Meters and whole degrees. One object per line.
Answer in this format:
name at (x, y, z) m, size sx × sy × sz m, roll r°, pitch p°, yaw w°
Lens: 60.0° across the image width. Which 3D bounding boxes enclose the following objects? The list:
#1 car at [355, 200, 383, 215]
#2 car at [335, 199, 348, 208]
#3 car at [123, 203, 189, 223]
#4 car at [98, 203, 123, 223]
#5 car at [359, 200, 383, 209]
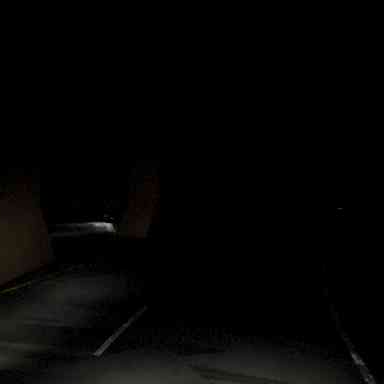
car at (20.378, 1.743, 37.820) m, size 5.008 × 1.535 × 1.882 m, roll 1°, pitch 0°, yaw -40°
car at (25.485, 1.847, 54.410) m, size 4.892 × 1.490 × 1.837 m, roll 0°, pitch 0°, yaw -30°
car at (-2.177, 1.509, 23.643) m, size 2.128 × 1.511 × 4.902 m, roll 0°, pitch 0°, yaw 35°
car at (-5.106, 1.556, 25.542) m, size 1.994 × 1.385 × 4.181 m, roll 0°, pitch 0°, yaw 35°
car at (28.340, 1.931, 52.042) m, size 4.181 × 1.385 × 1.994 m, roll 1°, pitch 0°, yaw -30°
